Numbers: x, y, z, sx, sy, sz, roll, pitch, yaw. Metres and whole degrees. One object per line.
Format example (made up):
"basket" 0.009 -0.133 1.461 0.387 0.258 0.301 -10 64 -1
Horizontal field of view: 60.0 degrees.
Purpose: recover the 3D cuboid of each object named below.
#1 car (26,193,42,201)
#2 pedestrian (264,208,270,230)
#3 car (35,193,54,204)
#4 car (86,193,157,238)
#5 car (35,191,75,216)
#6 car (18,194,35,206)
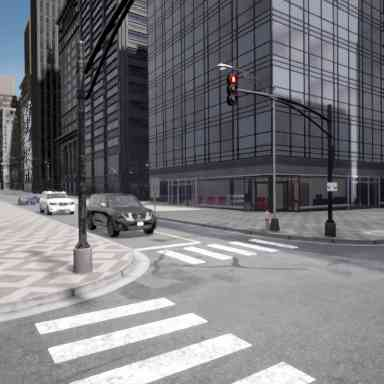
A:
"car" -28.413 0.923 59.679 1.895 1.301 4.718 -1 1 -34
"pedestrian" 3.906 1.374 17.249 0.500 1.100 0.500 0 0 -34
"car" -22.851 0.953 51.446 1.837 1.490 4.892 -1 1 -34
"car" -3.944 1.103 17.730 2.150 2.045 5.566 -1 1 -34
"car" -12.245 0.966 30.026 2.150 2.045 5.566 -1 1 -34
"car" -22.694 1.089 45.658 2.033 1.411 5.357 -1 1 -34
